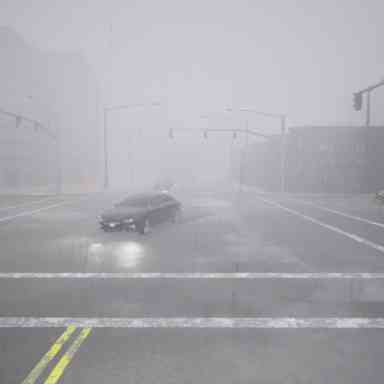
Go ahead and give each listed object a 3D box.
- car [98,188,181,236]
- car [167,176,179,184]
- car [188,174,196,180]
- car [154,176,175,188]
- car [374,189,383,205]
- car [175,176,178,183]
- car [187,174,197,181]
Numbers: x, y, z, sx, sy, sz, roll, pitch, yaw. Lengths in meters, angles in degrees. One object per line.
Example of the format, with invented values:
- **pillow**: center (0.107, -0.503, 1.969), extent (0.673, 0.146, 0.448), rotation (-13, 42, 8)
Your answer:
- **car**: center (-2.044, 0.809, 14.302), extent (1.837, 1.490, 4.892), rotation (0, 4, 21)
- **car**: center (-3.549, -2.281, 61.457), extent (1.895, 1.301, 4.718), rotation (0, 4, 0)
- **car**: center (0.022, -3.701, 80.733), extent (2.033, 1.411, 5.357), rotation (0, 4, 0)
- **car**: center (-3.587, -0.965, 41.432), extent (1.994, 1.385, 4.181), rotation (0, 4, 0)
- **car**: center (15.098, 0.078, 22.849), extent (4.553, 1.767, 2.097), rotation (0, 4, 0)
- **car**: center (-3.580, -1.694, 51.338), extent (1.837, 1.490, 4.892), rotation (0, 4, 0)
- **car**: center (0.020, -2.975, 70.906), extent (1.994, 1.385, 4.181), rotation (0, 4, 0)
